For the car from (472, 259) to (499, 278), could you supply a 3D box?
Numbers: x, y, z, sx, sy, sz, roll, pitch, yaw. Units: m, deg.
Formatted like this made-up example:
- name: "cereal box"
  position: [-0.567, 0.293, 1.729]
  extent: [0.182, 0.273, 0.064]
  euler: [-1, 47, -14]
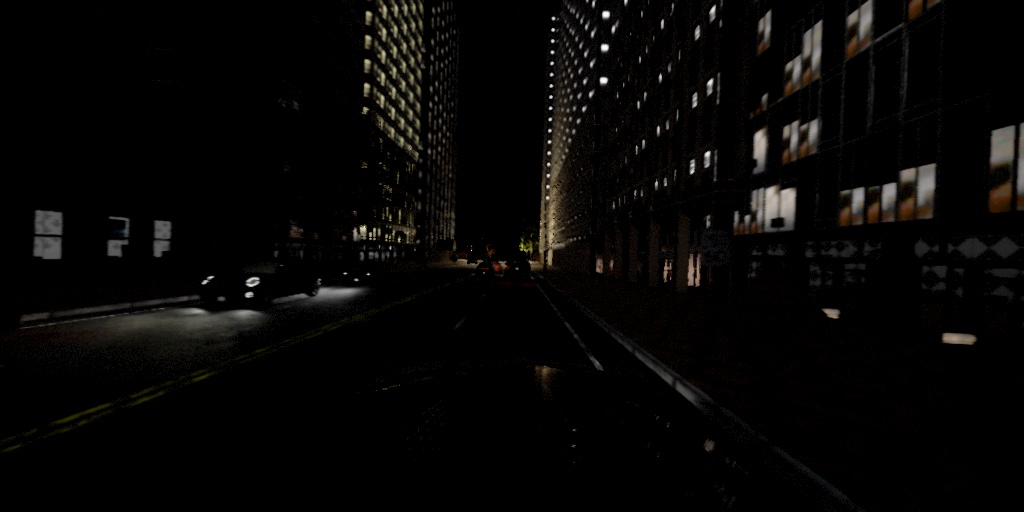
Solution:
- name: "car"
  position: [-2.662, 1.399, 37.126]
  extent: [1.837, 1.490, 4.892]
  euler: [2, 0, 1]

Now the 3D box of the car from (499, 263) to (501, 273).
- name: "car"
  position: [-2.483, 1.325, 48.872]
  extent: [2.097, 1.767, 4.553]
  euler: [2, 0, 1]

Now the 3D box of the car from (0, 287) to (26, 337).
- name: "car"
  position: [-9.852, 0.940, 4.410]
  extent: [2.128, 1.511, 4.902]
  euler: [2, 0, 1]

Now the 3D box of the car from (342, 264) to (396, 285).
- name: "car"
  position: [-9.547, 1.190, 24.292]
  extent: [1.895, 1.301, 4.718]
  euler: [2, 0, 1]

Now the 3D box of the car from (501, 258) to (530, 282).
- name: "car"
  position: [0.476, 1.190, 32.855]
  extent: [2.150, 2.045, 5.566]
  euler: [2, 0, 1]

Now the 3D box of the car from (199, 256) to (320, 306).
- name: "car"
  position: [-9.697, 0.870, 14.264]
  extent: [2.097, 1.767, 4.553]
  euler: [2, 0, 1]

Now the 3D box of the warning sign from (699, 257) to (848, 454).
- name: "warning sign"
  position: [2.820, 0.971, 4.023]
  extent: [1.300, 1.860, 1.060]
  euler: [0, 0, 1]
